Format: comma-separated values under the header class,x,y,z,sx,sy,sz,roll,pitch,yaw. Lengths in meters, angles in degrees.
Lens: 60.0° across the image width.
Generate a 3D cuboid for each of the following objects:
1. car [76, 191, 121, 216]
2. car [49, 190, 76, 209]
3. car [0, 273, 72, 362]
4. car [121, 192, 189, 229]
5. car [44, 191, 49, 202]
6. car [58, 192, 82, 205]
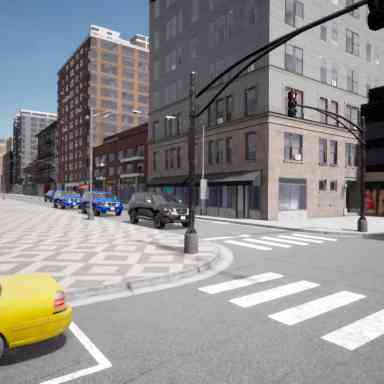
class,x,y,z,sx,sy,sz,roll,pitch,yaw
car,-8.025,0.960,29.172,2.150,2.045,5.566,1,0,-35
car,-14.216,0.862,37.961,2.150,2.045,5.566,1,0,-35
car,-4.006,1.525,3.895,4.829,1.417,1.752,0,1,-36
car,-2.087,1.053,20.759,2.150,2.045,5.566,1,0,-35
car,-23.441,0.707,56.576,2.150,2.045,5.566,1,0,-37
car,-17.813,0.926,48.563,2.097,1.767,4.553,1,0,-35
